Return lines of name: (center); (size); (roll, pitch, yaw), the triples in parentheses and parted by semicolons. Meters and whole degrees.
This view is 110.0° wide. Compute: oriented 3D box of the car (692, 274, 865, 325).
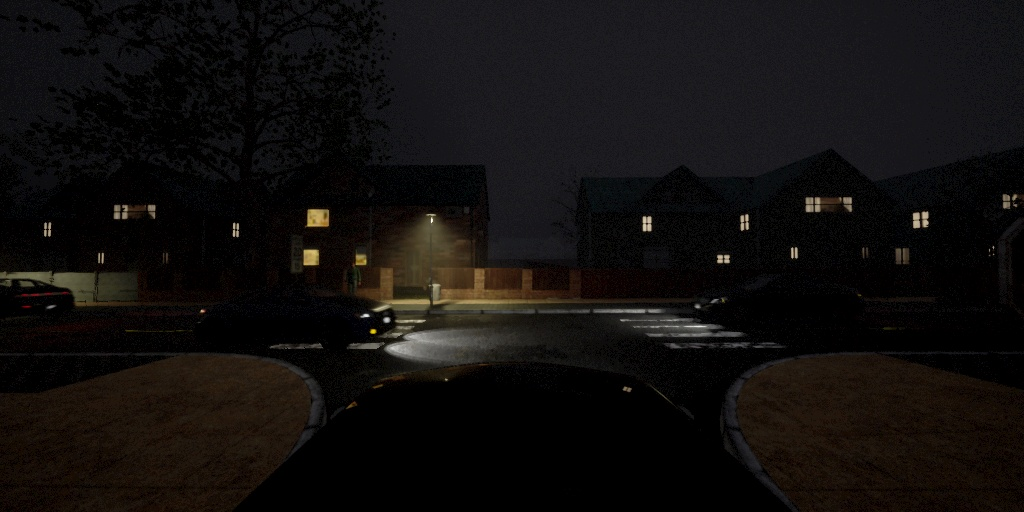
car: (8.165, 1.288, 11.200); (4.674, 1.442, 1.812); (0, -1, 2)

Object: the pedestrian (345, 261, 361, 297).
pedestrian: (-6.486, 1.113, 14.539); (0.375, 1.860, 0.375); (0, -1, 2)

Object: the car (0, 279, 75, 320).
car: (-17.684, 1.506, 11.940); (4.902, 1.511, 2.128); (-1, -1, 2)

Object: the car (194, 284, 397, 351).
car: (-4.993, 1.370, 8.625); (4.181, 1.385, 1.994); (-1, -1, 2)
